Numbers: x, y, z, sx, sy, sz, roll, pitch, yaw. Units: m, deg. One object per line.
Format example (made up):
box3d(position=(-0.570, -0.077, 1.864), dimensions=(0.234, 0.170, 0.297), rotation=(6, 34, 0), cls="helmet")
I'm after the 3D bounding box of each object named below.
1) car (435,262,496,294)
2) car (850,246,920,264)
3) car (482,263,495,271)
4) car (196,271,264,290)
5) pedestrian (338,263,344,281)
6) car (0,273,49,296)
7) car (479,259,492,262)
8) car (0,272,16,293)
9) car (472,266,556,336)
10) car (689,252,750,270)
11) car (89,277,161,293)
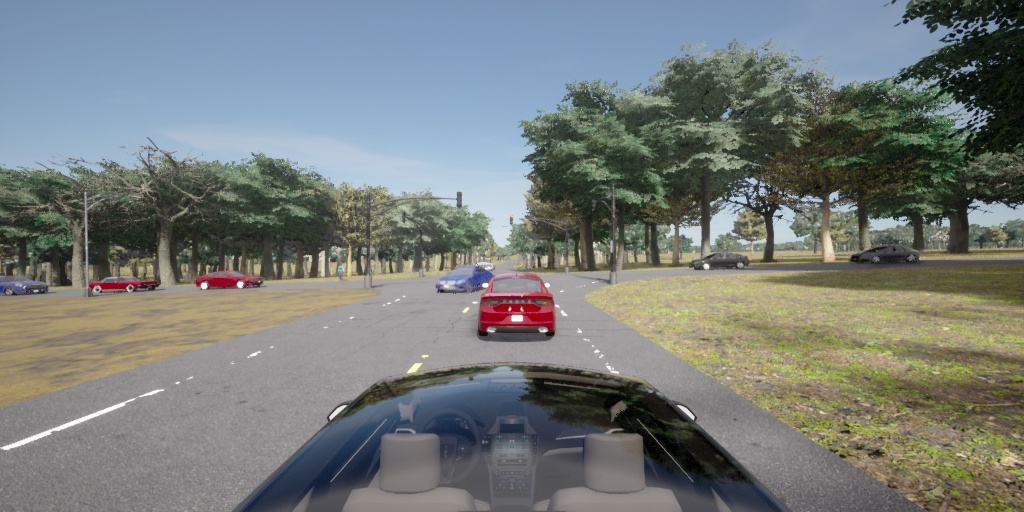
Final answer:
box3d(position=(-2.567, 1.283, 20.451), dimensions=(1.812, 1.442, 4.674), rotation=(0, 0, 19), cls="car")
box3d(position=(32.638, -0.077, 31.484), dimensions=(4.892, 1.490, 1.837), rotation=(-2, -1, 3), cls="car")
box3d(position=(-4.100, 1.910, 62.922), dimensions=(1.994, 1.385, 4.181), rotation=(0, -1, 0), cls="car")
box3d(position=(-23.694, 1.975, 30.176), dimensions=(5.008, 1.535, 1.882), rotation=(-2, -1, 2), cls="car")
box3d(position=(-17.920, 1.668, 37.525), dimensions=(0.375, 1.860, 0.375), rotation=(0, 1, 3), cls="pedestrian")
box3d(position=(-43.333, 2.502, 31.085), dimensions=(4.553, 1.767, 2.097), rotation=(-2, -1, 3), cls="car")
box3d(position=(-3.932, 1.394, 52.972), dimensions=(2.150, 2.045, 5.566), rotation=(0, -1, 1), cls="car")
box3d(position=(-52.827, 2.702, 35.187), dimensions=(5.566, 2.045, 2.150), rotation=(-2, -1, 3), cls="car")
box3d(position=(0.125, 1.230, 10.409), dimensions=(1.882, 1.535, 5.008), rotation=(0, 0, 0), cls="car")
box3d(position=(18.452, 0.480, 32.079), dimensions=(4.892, 1.490, 1.837), rotation=(-3, -1, 2), cls="car")
box3d(position=(-33.052, 2.417, 30.595), dimensions=(4.718, 1.301, 1.895), rotation=(-2, -1, 3), cls="car")
